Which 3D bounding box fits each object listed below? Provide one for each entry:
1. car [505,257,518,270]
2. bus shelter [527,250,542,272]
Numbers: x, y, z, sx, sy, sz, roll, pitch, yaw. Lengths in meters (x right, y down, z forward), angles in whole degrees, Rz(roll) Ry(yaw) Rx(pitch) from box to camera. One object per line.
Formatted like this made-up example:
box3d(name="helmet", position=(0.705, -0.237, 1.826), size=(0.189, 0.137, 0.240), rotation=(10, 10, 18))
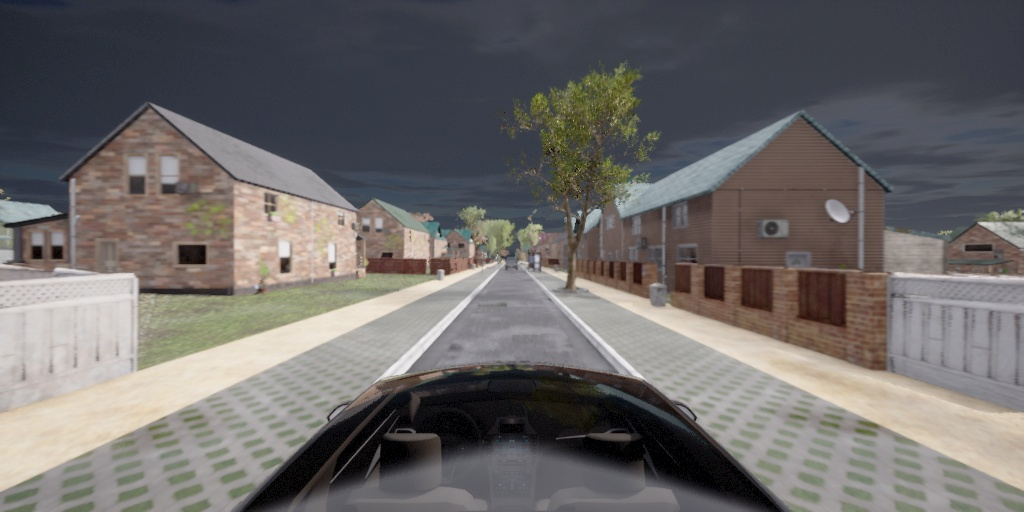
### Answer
box3d(name="car", position=(-0.044, 1.344, 54.394), size=(2.128, 1.511, 4.902), rotation=(0, 0, 0))
box3d(name="bus shelter", position=(2.967, 0.695, 45.458), size=(1.920, 2.740, 3.880), rotation=(0, 0, 0))
